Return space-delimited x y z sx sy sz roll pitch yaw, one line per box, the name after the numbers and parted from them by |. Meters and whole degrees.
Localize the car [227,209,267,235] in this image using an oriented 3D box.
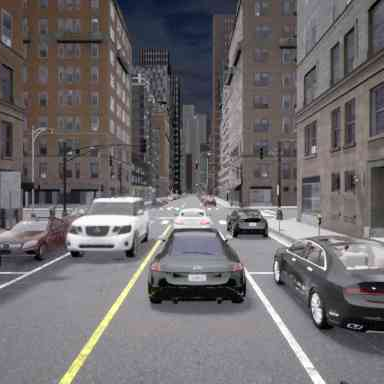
2.870 1.566 17.728 1.947 1.339 4.313 0 0 0 | car

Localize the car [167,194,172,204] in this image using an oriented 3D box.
-5.559 1.607 65.656 2.008 1.369 4.403 0 0 0 | car

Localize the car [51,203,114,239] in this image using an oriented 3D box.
-5.655 1.441 17.736 1.967 1.590 4.097 0 0 0 | car

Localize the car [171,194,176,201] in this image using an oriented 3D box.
-5.516 1.626 81.711 1.752 1.417 4.829 0 0 0 | car

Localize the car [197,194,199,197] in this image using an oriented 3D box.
3.023 1.560 87.272 1.967 1.590 4.097 0 0 0 | car

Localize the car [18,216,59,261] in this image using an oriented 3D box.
-5.660 1.582 12.235 1.802 1.307 4.206 0 0 0 | car

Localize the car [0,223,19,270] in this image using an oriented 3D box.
-5.665 1.566 6.733 1.947 1.339 4.313 0 0 0 | car

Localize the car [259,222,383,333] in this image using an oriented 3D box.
2.860 1.550 6.726 2.008 1.369 4.403 0 0 0 | car

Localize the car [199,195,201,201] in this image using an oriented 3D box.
2.966 1.607 65.636 2.008 1.369 4.403 0 0 0 | car

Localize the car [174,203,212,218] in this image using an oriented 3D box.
0.049 1.526 16.951 1.812 1.442 4.674 0 0 1 | car

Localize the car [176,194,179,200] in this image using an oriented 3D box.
-5.488 1.457 92.699 2.192 1.841 5.009 0 0 0 | car

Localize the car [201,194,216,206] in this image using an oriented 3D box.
2.936 1.476 54.819 1.967 1.590 4.097 0 0 0 | car

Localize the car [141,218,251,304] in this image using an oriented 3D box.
0.089 1.564 8.192 1.994 1.385 4.181 0 0 0 | car

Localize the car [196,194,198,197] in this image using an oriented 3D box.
3.037 1.457 92.682 2.192 1.841 5.009 0 0 0 | car

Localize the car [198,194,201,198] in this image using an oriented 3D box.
2.994 1.524 76.454 1.967 1.590 4.097 0 0 0 | car

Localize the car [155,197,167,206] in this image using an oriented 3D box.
-5.588 1.618 54.839 1.802 1.307 4.206 0 0 0 | car

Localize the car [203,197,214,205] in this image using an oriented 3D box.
2.951 1.571 60.398 1.752 1.417 4.829 0 0 0 | car

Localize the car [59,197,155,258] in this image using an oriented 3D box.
-2.988 1.224 13.142 2.150 2.045 5.566 0 0 0 | car
